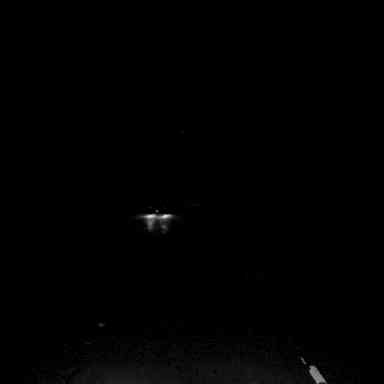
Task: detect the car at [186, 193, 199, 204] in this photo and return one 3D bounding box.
[{"bbox_3d":[0.136,1.016,52.324,1.882,1.535,5.008,0,0,0],"label":"car"}]

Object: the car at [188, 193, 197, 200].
[{"bbox_3d":[0.045,0.887,68.492,1.837,1.490,4.892,0,0,0],"label":"car"}]

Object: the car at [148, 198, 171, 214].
[{"bbox_3d":[-3.055,1.277,31.937,2.033,1.411,5.357,0,0,0],"label":"car"}]
